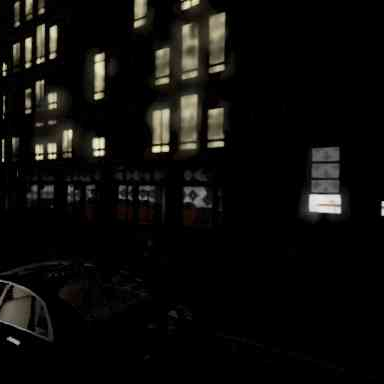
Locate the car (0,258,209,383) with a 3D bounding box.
[{"bbox_3d":[-1.874,1.545,4.194,4.403,1.369,2.008,0,1,36],"label":"car"}]
